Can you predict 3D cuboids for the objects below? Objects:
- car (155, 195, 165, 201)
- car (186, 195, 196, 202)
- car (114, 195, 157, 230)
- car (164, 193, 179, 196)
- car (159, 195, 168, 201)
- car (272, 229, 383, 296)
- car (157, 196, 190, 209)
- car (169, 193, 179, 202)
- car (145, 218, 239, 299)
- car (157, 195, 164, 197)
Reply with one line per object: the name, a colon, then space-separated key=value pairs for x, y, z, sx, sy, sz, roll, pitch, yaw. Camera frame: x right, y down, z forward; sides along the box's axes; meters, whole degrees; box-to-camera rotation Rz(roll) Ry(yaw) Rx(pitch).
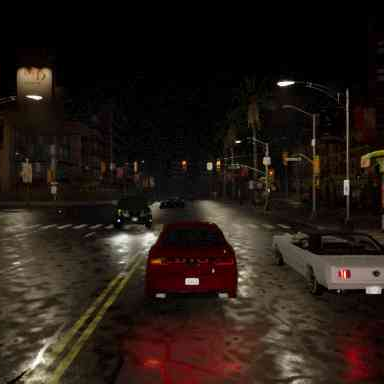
car: x=-7.765 y=1.524 z=81.063 sx=1.812 sy=1.442 sz=4.674 roll=0 pitch=0 yaw=-1
car: x=-0.731 y=1.524 z=77.793 sx=2.128 sy=1.511 sz=4.902 roll=0 pitch=0 yaw=-1
car: x=-3.862 y=1.221 z=21.820 sx=2.150 sy=2.045 sz=5.566 roll=1 pitch=0 yaw=-13
car: x=-4.171 y=1.355 z=71.306 sx=2.097 sy=1.767 sz=4.553 roll=0 pitch=0 yaw=-1
car: x=-7.863 y=1.525 z=91.178 sx=2.128 sy=1.511 sz=4.902 roll=0 pitch=0 yaw=-1
car: x=3.495 y=1.601 z=8.618 sx=1.895 sy=1.301 sz=4.718 roll=0 pitch=0 yaw=0
car: x=-2.469 y=1.564 z=44.387 sx=1.994 sy=1.385 sz=4.181 roll=0 pitch=0 yaw=28
car: x=-4.261 y=1.225 z=80.645 sx=2.150 sy=2.045 sz=5.566 roll=0 pitch=0 yaw=-1
car: x=-0.006 y=1.478 z=8.530 sx=1.882 sy=1.535 sz=5.008 roll=0 pitch=0 yaw=0
car: x=-7.674 y=1.540 z=71.568 sx=2.033 sy=1.411 sz=5.357 roll=0 pitch=0 yaw=-1
